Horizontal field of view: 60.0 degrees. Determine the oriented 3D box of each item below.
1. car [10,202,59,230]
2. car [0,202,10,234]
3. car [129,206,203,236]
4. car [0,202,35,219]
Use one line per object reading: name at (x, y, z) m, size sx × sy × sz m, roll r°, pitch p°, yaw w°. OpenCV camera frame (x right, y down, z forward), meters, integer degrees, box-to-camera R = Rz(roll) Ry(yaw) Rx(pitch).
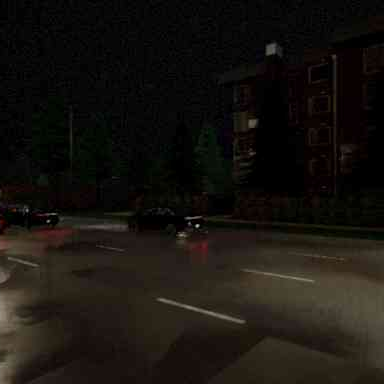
car at (-10.700, 1.596, 21.907) m, size 4.902 × 1.511 × 2.128 m, roll 0°, pitch 0°, yaw 39°
car at (-12.581, 1.443, 18.930) m, size 4.553 × 1.767 × 2.097 m, roll 0°, pitch 0°, yaw 39°
car at (-1.607, 1.579, 19.123) m, size 4.902 × 1.511 × 2.128 m, roll 0°, pitch 0°, yaw 39°
car at (-17.256, 1.698, 31.623) m, size 5.357 × 1.411 × 2.033 m, roll 0°, pitch 0°, yaw 39°
